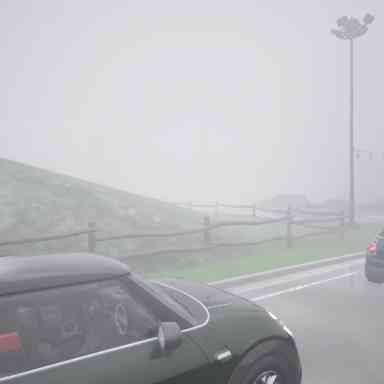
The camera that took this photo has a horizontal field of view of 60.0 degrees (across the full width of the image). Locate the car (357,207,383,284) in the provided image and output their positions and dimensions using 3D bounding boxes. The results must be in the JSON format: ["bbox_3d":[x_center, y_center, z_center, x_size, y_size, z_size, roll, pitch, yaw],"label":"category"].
[{"bbox_3d":[6.364,1.351,8.329,4.553,1.767,2.097,0,0,-35],"label":"car"}]

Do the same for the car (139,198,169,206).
[{"bbox_3d":[-6.051,1.600,52.311,4.718,1.301,1.895,0,0,15],"label":"car"}]

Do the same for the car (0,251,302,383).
[{"bbox_3d":[-1.082,1.352,2.975,4.553,1.767,2.097,0,0,-35],"label":"car"}]

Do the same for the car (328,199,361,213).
[{"bbox_3d":[15.517,1.506,36.811,4.892,1.490,1.837,1,0,37],"label":"car"}]

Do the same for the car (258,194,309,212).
[{"bbox_3d":[10.060,1.221,36.503,5.566,2.045,2.150,0,0,35],"label":"car"}]

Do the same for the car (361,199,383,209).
[{"bbox_3d":[20.996,1.492,36.945,4.902,1.511,2.128,0,0,39],"label":"car"}]

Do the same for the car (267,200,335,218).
[{"bbox_3d":[9.237,1.601,28.417,4.718,1.301,1.895,0,0,37],"label":"car"}]
